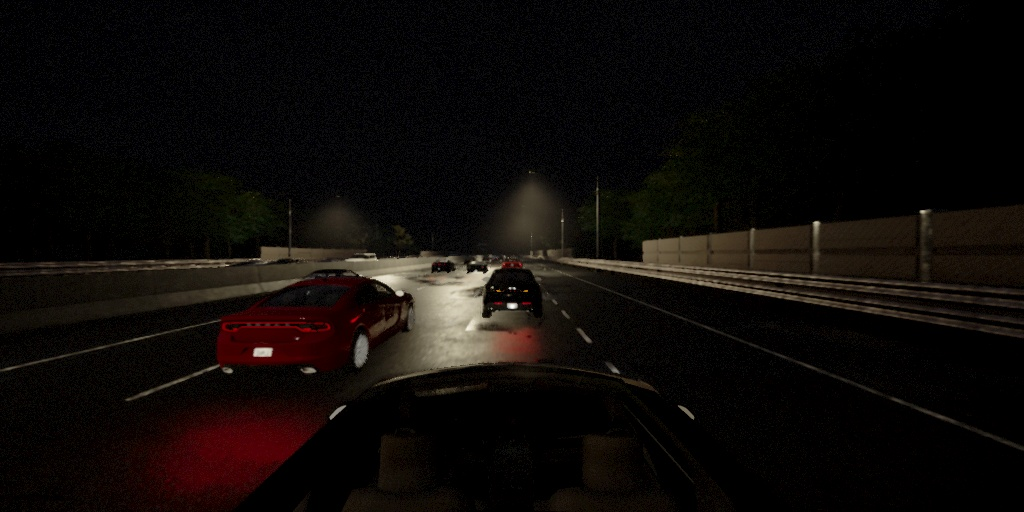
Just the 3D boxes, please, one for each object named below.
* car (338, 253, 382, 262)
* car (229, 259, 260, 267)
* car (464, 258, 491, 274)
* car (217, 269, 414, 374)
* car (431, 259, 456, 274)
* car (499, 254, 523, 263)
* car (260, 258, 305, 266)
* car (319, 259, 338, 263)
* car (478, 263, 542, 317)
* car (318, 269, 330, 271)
[{"bbox_3d":[-17.529,0.721,41.754,2.150,2.045,5.566,0,0,0],"label":"car"},{"bbox_3d":[-28.041,1.057,39.063,2.033,1.411,5.357,0,0,0],"label":"car"},{"bbox_3d":[-3.470,1.117,36.748,1.895,1.301,4.718,0,0,0],"label":"car"},{"bbox_3d":[-3.493,1.179,7.506,1.882,1.535,5.008,0,0,0],"label":"car"},{"bbox_3d":[-6.970,1.009,36.735,2.128,1.511,4.902,0,0,0],"label":"car"},{"bbox_3d":[0.028,0.868,36.674,2.097,1.767,4.553,0,0,0],"label":"car"},{"bbox_3d":[-24.544,1.014,39.089,1.837,1.490,4.892,0,0,0],"label":"car"},{"bbox_3d":[-21.025,1.047,41.527,2.033,1.411,5.357,0,0,1],"label":"car"},{"bbox_3d":[0.011,1.166,12.739,1.837,1.490,4.892,0,0,0],"label":"car"},{"bbox_3d":[-6.989,1.214,14.238,1.994,1.385,4.181,0,0,0],"label":"car"}]
